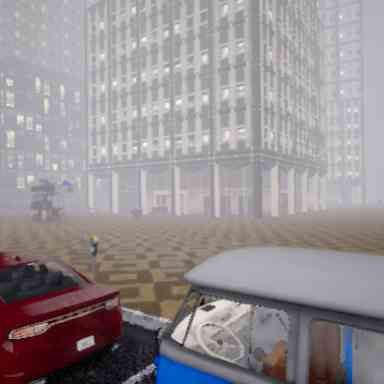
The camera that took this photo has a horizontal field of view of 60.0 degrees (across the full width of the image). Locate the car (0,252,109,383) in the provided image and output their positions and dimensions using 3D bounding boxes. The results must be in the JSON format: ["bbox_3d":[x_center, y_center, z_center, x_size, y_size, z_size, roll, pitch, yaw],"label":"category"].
[{"bbox_3d":[-3.023,1.597,5.058,4.507,1.381,1.887,-1,-1,35],"label":"car"}]

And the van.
[{"bbox_3d":[1.541,1.337,1.925,3.998,1.788,1.690,-1,-1,35],"label":"van"}]
